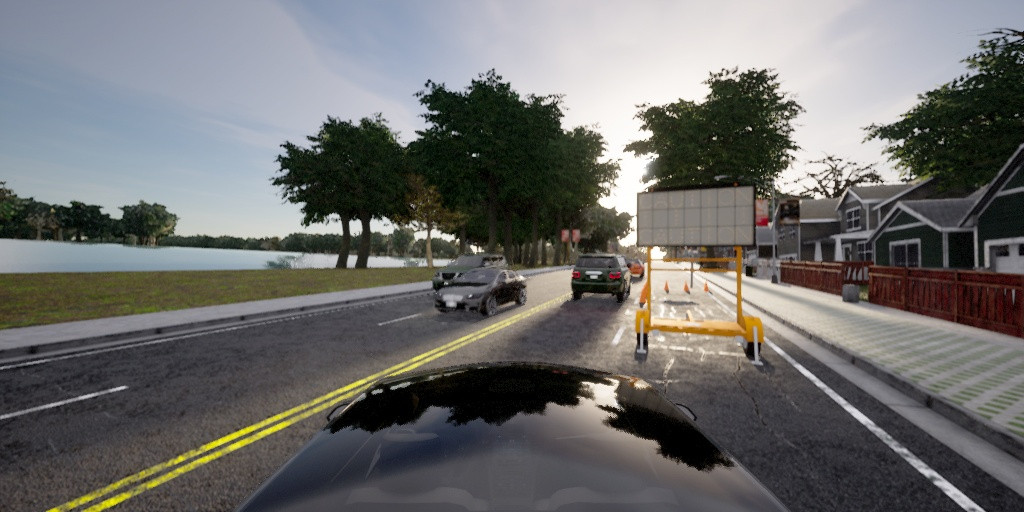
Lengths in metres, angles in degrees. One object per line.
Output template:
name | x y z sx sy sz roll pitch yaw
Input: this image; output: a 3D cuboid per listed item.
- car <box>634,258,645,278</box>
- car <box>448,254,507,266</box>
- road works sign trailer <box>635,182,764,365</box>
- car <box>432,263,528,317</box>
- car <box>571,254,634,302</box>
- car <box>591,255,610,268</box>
car | 11.125 0.991 33.186 2.097 1.767 4.553 0 0 22
car | -1.957 0.910 19.226 2.150 2.045 5.566 0 0 23
road works sign trailer | 4.137 0.195 8.262 2.380 3.560 2.880 0 0 23
car | -0.922 1.203 13.264 2.128 1.511 4.902 0 0 23
car | 4.315 0.920 16.888 2.150 2.045 5.566 0 0 22
car | 14.540 0.818 58.698 2.150 2.045 5.566 0 0 23
